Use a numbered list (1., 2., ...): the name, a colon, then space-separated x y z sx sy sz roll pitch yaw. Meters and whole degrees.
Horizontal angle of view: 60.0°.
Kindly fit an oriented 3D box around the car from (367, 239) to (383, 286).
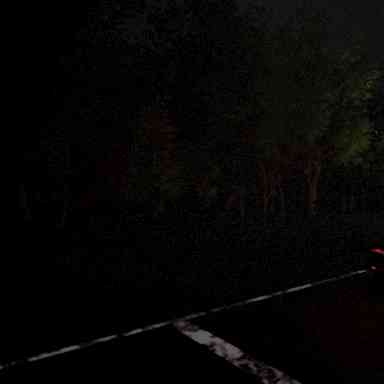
1. car: 6.212 1.507 8.176 4.902 1.511 2.128 0 0 -35
